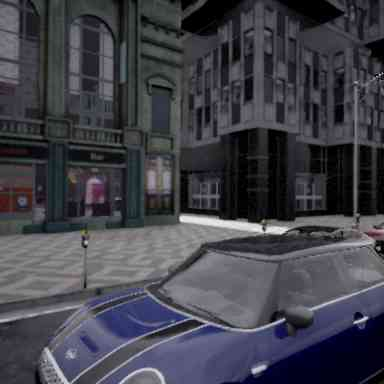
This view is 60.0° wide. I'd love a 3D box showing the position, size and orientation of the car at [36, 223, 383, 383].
[{"bbox_3d":[0.696,1.366,3.873,4.553,1.767,2.097,0,0,-35],"label":"car"}]
